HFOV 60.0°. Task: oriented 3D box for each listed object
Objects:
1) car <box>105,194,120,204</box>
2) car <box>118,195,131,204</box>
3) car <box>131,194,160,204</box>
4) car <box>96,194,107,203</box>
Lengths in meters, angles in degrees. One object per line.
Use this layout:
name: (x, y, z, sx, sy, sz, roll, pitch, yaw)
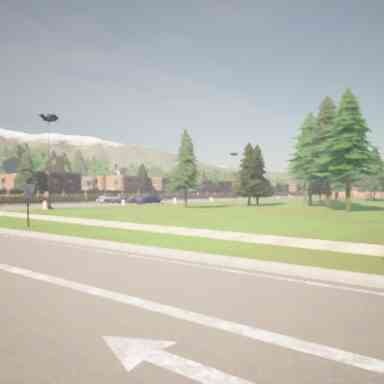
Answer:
car: (-14.650, 1.651, 68.221, 2.033, 1.411, 5.357, 0, 0, 35)
car: (-11.619, 1.649, 66.458, 2.033, 1.411, 5.357, 0, 0, 35)
car: (-8.534, 1.317, 64.799, 2.150, 2.045, 5.566, 0, 0, 35)
car: (-17.506, 1.344, 70.245, 2.150, 2.045, 5.566, 0, 0, 35)
